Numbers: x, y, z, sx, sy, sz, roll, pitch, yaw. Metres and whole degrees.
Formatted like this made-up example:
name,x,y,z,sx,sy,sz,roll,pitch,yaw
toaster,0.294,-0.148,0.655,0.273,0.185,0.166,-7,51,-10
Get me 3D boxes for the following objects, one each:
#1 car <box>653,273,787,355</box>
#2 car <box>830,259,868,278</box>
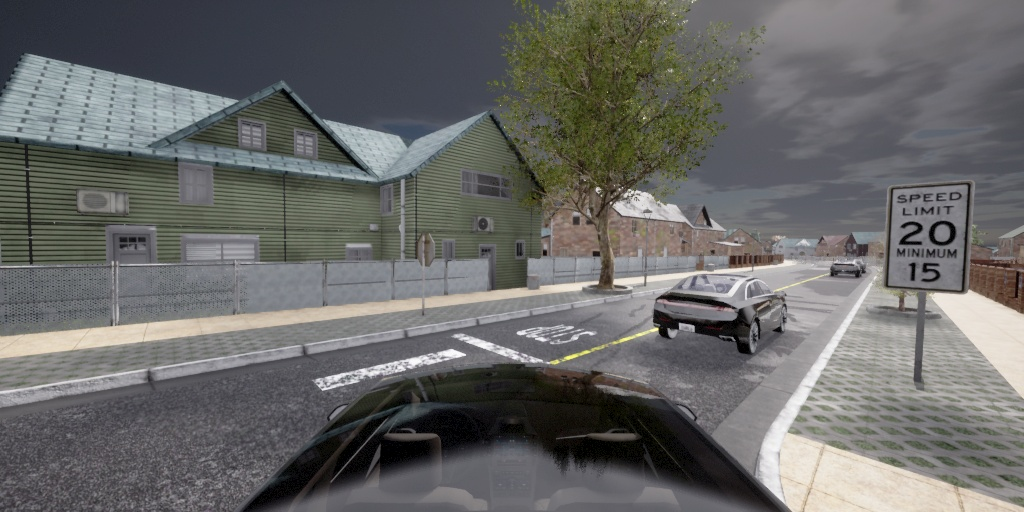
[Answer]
name,x,y,z,sx,sy,sz,roll,pitch,yaw
car,5.199,1.181,8.702,4.902,1.511,2.128,0,2,-43
car,29.472,1.040,31.587,4.902,1.511,2.128,0,2,-43
